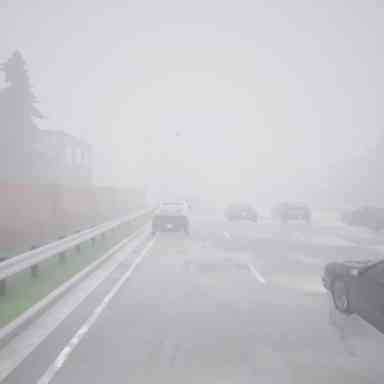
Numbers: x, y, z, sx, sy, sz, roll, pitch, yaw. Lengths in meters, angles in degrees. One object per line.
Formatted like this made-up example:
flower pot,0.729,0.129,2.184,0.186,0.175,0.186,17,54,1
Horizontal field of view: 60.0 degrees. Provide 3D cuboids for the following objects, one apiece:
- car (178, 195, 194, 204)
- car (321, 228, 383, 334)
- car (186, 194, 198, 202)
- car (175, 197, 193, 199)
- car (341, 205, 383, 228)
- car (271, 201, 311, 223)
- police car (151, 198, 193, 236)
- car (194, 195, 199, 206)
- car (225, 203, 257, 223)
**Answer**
car,-1.050,1.227,33.933,2.097,1.767,4.553,0,0,0
car,3.600,1.531,4.444,2.033,1.411,5.357,0,0,0
car,0.002,1.252,66.580,2.128,1.511,4.902,0,0,0
car,-1.050,1.424,27.963,1.812,1.442,4.674,0,0,0
car,10.600,1.477,19.223,2.033,1.411,5.357,0,0,0
car,7.100,1.403,24.254,2.128,1.511,4.902,0,0,0
police car,-1.050,1.359,18.073,1.930,1.638,5.238,0,0,0
car,0.002,1.318,51.193,1.837,1.490,4.892,0,0,0
car,3.601,1.473,24.934,1.994,1.385,4.181,0,0,0
